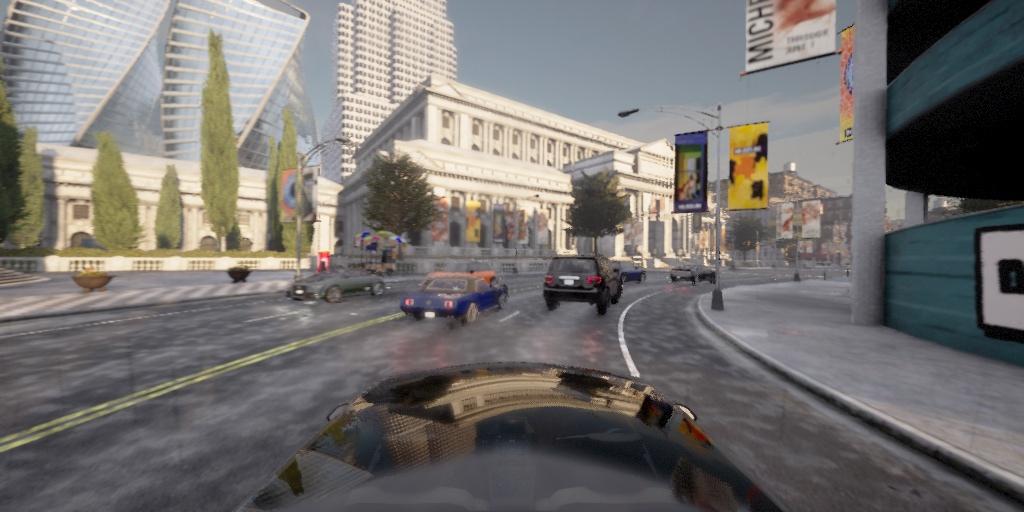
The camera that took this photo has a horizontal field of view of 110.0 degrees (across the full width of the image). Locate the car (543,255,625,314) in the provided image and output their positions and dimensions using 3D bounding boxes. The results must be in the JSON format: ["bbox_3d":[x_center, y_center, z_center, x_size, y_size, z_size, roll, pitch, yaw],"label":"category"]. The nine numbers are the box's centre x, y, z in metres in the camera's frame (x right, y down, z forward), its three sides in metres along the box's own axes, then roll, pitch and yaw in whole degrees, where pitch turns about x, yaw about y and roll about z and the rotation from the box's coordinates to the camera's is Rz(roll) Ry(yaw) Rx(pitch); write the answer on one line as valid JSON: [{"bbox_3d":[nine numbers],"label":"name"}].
[{"bbox_3d":[2.969,1.000,14.374,2.150,2.045,5.566,0,-1,24],"label":"car"}]

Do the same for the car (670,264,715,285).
[{"bbox_3d":[14.364,1.403,28.318,4.902,1.511,2.128,1,0,-39],"label":"car"}]

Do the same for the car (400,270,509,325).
[{"bbox_3d":[-1.603,1.331,11.964,1.895,1.301,4.718,1,0,17],"label":"car"}]

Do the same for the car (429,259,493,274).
[{"bbox_3d":[-2.660,1.069,18.832,2.097,1.767,4.553,1,0,28],"label":"car"}]

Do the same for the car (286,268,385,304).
[{"bbox_3d":[-7.660,1.224,15.970,1.994,1.385,4.181,1,0,21],"label":"car"}]

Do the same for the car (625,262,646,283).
[{"bbox_3d":[8.567,1.198,27.909,4.553,1.767,2.097,0,0,-45],"label":"car"}]
